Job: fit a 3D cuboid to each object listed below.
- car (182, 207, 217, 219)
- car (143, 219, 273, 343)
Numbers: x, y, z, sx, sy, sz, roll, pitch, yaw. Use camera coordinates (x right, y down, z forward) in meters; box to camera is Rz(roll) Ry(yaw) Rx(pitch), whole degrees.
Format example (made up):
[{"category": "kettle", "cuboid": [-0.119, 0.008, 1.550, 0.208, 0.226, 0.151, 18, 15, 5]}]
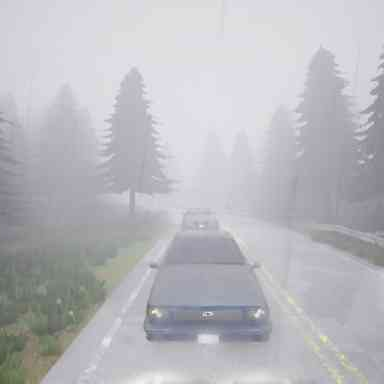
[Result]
[{"category": "car", "cuboid": [0.411, 1.584, 19.144, 1.994, 1.385, 4.181, 0, 0, -2]}, {"category": "car", "cuboid": [0.255, 1.557, 7.059, 2.033, 1.411, 5.357, 0, 0, 1]}]
